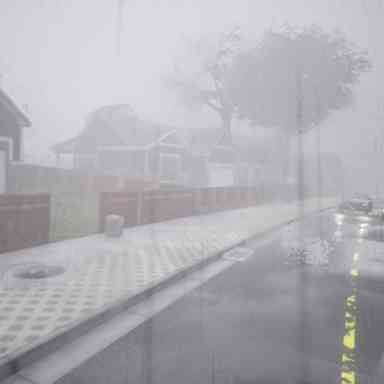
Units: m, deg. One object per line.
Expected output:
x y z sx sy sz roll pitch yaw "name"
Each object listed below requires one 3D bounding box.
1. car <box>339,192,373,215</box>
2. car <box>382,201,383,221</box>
12.125 0.773 24.405 1.812 1.442 4.674 5 4 33 "car"
12.662 1.029 20.115 1.812 1.442 4.674 5 4 32 "car"
